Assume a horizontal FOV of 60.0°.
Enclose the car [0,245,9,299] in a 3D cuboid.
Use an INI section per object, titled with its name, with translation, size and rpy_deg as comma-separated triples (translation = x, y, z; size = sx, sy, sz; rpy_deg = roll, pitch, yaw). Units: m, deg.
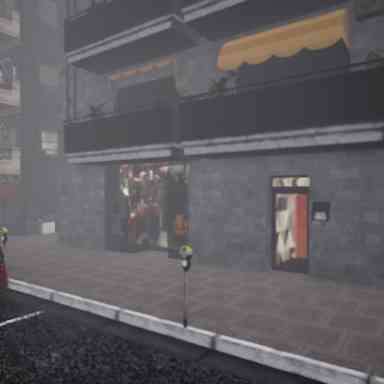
[car]
translation = -5.780, 1.403, 6.832
size = 5.009, 1.841, 2.192
rpy_deg = -1, 0, 35
